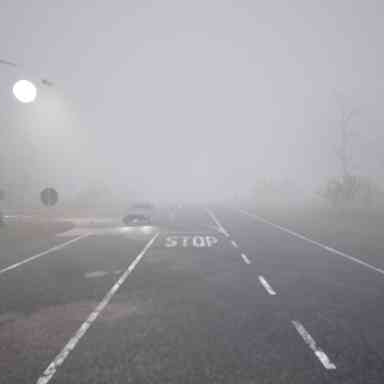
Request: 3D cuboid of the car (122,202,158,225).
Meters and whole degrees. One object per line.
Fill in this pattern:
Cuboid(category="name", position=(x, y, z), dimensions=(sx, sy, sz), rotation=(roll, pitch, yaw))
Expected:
Cuboid(category="car", position=(-3.496, 1.386, 23.294), dimensions=(2.033, 1.411, 5.357), rotation=(0, 1, 0))

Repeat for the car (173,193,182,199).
Cuboid(category="car", position=(-3.465, 0.949, 81.765), dimensions=(1.812, 1.442, 4.674), rotation=(0, 0, 0))
